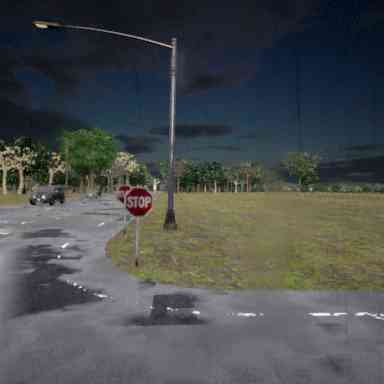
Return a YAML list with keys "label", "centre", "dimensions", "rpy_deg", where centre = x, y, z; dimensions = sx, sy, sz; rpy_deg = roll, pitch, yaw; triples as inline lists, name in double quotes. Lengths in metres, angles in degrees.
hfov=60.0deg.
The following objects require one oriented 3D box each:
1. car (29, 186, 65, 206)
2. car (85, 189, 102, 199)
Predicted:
- label: "car"
  centre: [-15.125, 0.363, 35.133]
  dimensions: [2.150, 2.045, 5.566]
  rpy_deg: [1, 1, -4]
- label: "car"
  centre: [-16.278, 0.294, 55.205]
  dimensions: [2.128, 1.511, 4.902]
  rpy_deg: [1, 1, -3]
